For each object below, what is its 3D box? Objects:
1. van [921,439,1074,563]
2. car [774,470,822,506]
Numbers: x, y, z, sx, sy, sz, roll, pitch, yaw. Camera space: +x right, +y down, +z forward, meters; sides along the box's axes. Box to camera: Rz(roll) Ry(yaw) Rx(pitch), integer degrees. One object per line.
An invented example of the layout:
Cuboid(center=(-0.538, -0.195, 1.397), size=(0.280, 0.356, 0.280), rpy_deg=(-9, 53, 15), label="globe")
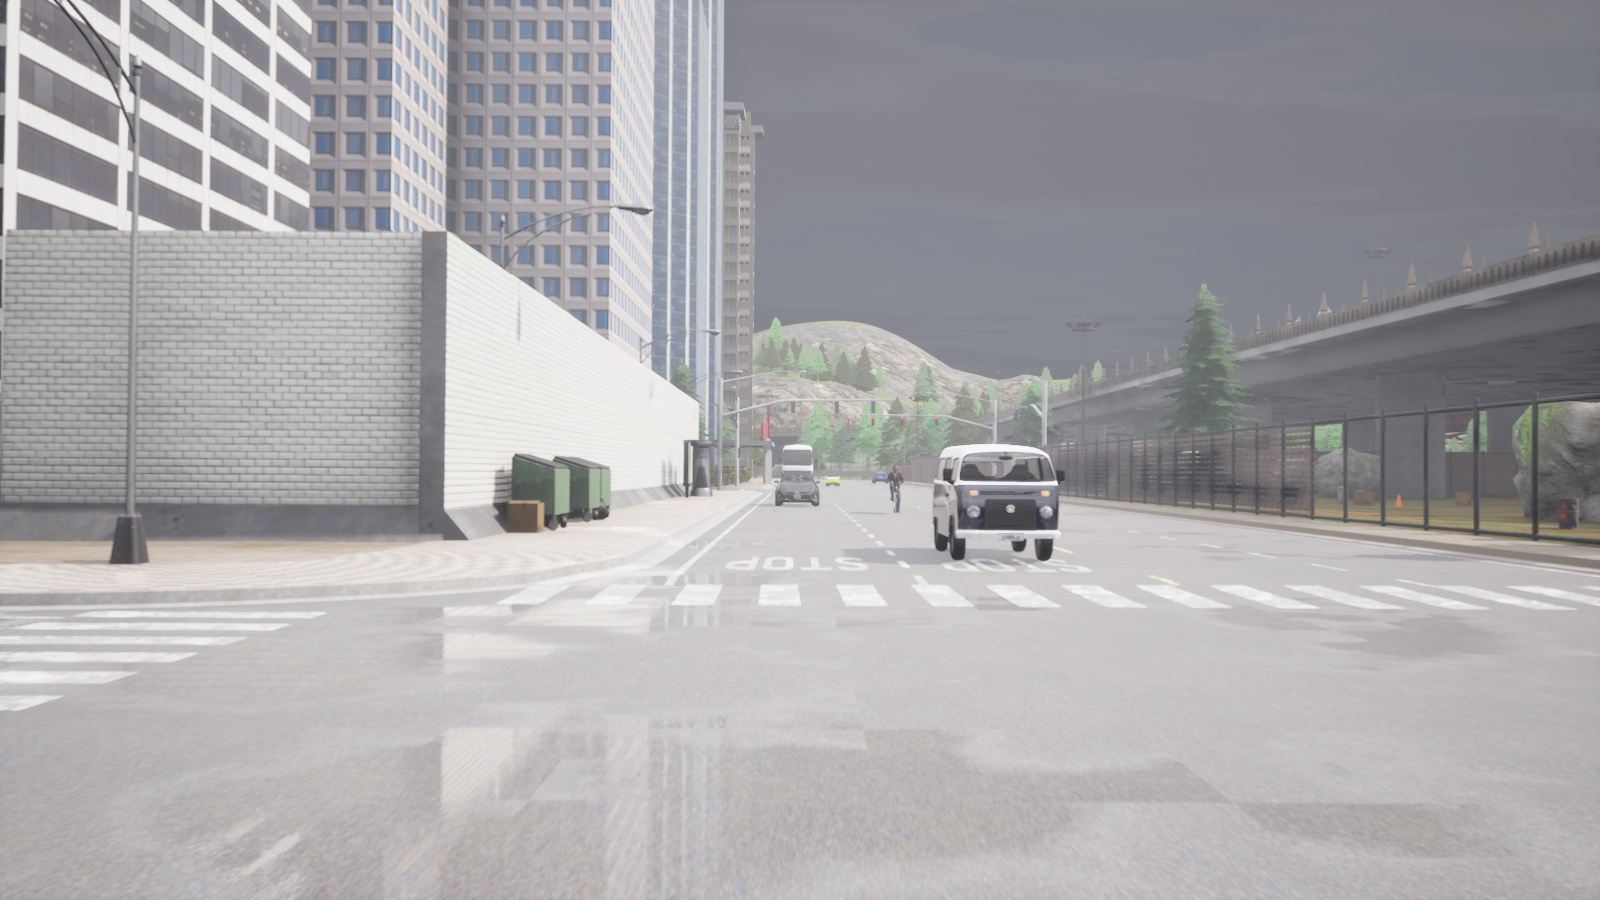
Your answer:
Cuboid(center=(3.459, 0.876, 22.864), size=(2.069, 2.038, 4.480), rpy_deg=(0, -1, 0), label="van")
Cuboid(center=(-0.104, 1.638, 54.962), size=(2.007, 1.525, 4.514), rpy_deg=(0, -1, 0), label="car")
